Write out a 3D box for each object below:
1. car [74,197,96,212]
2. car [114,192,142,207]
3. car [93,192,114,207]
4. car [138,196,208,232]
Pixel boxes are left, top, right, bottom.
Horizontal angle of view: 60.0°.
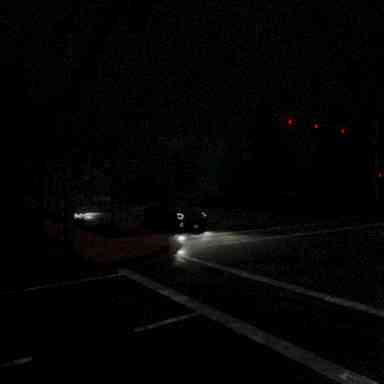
[{"bbox_3d":[-12.258,1.490,35.654,1.994,1.385,4.181,0,0,-35],"label":"car"},{"bbox_3d":[-9.225,1.077,49.699,2.150,2.045,5.566,0,1,-35],"label":"car"},{"bbox_3d":[-13.239,1.091,49.371,2.150,2.045,5.566,0,-1,-35],"label":"car"},{"bbox_3d":[-1.057,1.282,19.573,2.097,1.767,4.553,0,0,-35],"label":"car"}]
